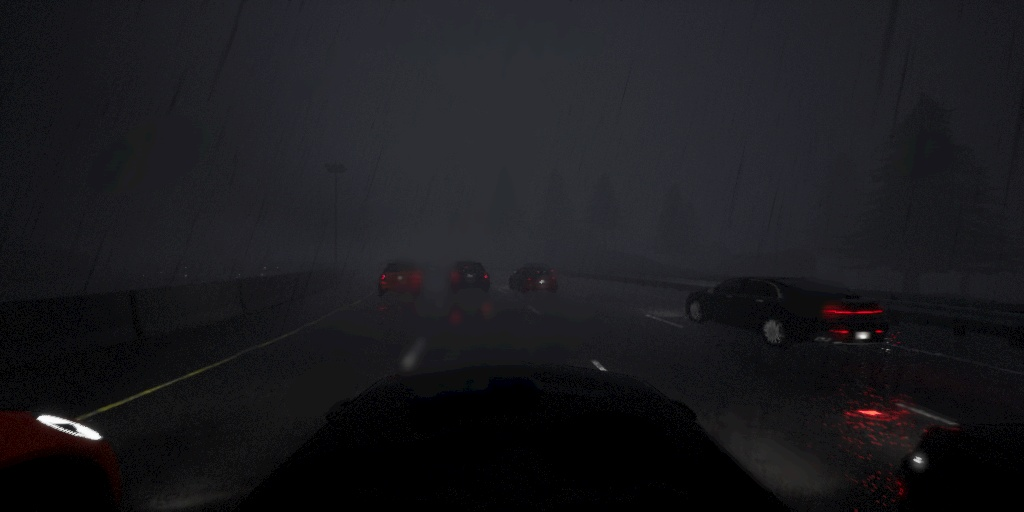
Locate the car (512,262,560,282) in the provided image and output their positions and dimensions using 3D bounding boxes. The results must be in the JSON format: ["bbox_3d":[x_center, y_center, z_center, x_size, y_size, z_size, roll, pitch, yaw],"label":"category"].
[{"bbox_3d":[1.877,1.283,30.226,2.033,1.411,5.357,0,0,-20],"label":"car"}]

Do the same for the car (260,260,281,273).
[{"bbox_3d":[-29.123,1.249,43.200,1.837,1.490,4.892,0,0,-39],"label":"car"}]

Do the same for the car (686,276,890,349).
[{"bbox_3d":[6.431,1.248,9.178,1.837,1.490,4.892,0,0,-4],"label":"car"}]

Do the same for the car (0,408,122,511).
[{"bbox_3d":[-3.624,1.104,0.424,2.097,1.767,4.553,0,0,0],"label":"car"}]

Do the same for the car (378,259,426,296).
[{"bbox_3d":[-5.951,1.096,19.601,2.097,1.767,4.553,0,0,-13],"label":"car"}]

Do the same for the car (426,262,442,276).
[{"bbox_3d":[-8.637,1.301,37.012,1.994,1.385,4.181,0,0,-26],"label":"car"}]

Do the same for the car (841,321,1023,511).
[{"bbox_3d":[3.371,1.254,0.207,1.837,1.490,4.892,0,0,0],"label":"car"}]

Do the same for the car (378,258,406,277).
[{"bbox_3d":[-12.172,1.092,36.269,2.097,1.767,4.553,0,0,-27],"label":"car"}]

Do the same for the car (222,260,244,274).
[{"bbox_3d":[-32.353,1.237,41.632,2.128,1.511,4.902,0,0,-39],"label":"car"}]

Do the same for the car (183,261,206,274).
[{"bbox_3d":[-37.164,1.274,41.920,1.812,1.442,4.674,0,0,-42],"label":"car"}]

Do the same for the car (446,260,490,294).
[{"bbox_3d":[-2.606,1.094,20.621,2.097,1.767,4.553,0,0,-13],"label":"car"}]

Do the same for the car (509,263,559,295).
[{"bbox_3d":[1.115,1.305,20.054,1.994,1.385,4.181,0,0,-12],"label":"car"}]
